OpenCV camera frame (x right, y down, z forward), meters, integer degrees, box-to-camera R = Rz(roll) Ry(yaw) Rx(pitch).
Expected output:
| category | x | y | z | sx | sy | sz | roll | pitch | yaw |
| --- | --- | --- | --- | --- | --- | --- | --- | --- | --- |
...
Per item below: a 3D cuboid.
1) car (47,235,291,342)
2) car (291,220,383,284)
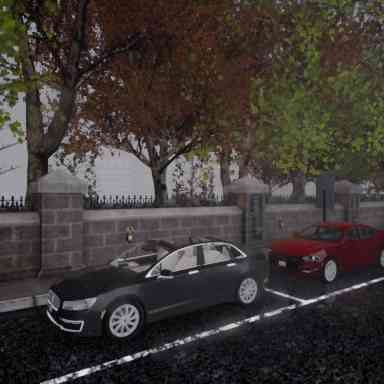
| category | x | y | z | sx | sy | sz | roll | pitch | yaw |
| --- | --- | --- | --- | --- | --- | --- | --- | --- | --- |
| car | -0.391 | 1.551 | 6.374 | 4.403 | 1.369 | 2.008 | 0 | 0 | -36 |
| car | 4.089 | 1.546 | 9.634 | 4.507 | 1.381 | 1.887 | 0 | 0 | -36 |
